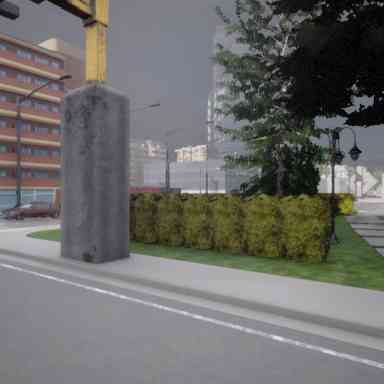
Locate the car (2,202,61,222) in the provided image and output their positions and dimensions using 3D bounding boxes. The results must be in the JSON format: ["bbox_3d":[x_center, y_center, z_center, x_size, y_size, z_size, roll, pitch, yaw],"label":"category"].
[{"bbox_3d":[-12.516,1.525,26.478,1.812,1.442,4.674,0,0,36],"label":"car"}]
